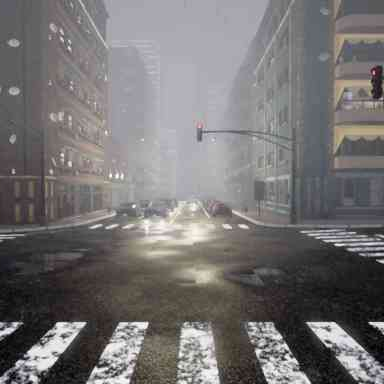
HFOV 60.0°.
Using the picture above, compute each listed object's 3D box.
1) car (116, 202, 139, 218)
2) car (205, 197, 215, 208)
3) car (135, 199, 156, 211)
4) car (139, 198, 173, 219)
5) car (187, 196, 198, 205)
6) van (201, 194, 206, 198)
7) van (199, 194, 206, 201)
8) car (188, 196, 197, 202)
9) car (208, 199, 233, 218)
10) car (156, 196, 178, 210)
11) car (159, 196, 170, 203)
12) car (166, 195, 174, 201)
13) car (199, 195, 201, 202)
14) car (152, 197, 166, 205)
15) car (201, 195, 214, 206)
[{"bbox_3d":[-5.680,1.568,30.270,1.947,1.339,4.313,0,0,0],"label":"car"},{"bbox_3d":[2.704,1.570,35.777,1.947,1.339,4.313,0,0,0],"label":"car"},{"bbox_3d":[-5.674,1.572,41.317,1.947,1.339,4.313,0,0,0],"label":"car"},{"bbox_3d":[-3.085,1.549,29.776,2.033,1.411,5.357,0,0,0],"label":"car"},{"bbox_3d":[0.032,1.542,59.711,1.812,1.442,4.674,0,0,0],"label":"car"},{"bbox_3d":[2.711,1.353,52.347,1.690,1.788,3.998,0,0,0],"label":"van"},{"bbox_3d":[2.728,1.377,85.489,1.690,1.788,3.998,-1,0,0],"label":"van"},{"bbox_3d":[0.038,1.451,69.746,1.895,1.301,4.718,0,0,0],"label":"car"},{"bbox_3d":[2.701,1.584,30.254,1.802,1.307,4.206,0,0,0],"label":"car"},{"bbox_3d":[-3.076,1.510,39.895,1.837,1.490,4.892,0,0,0],"label":"car"},{"bbox_3d":[-5.660,1.604,68.935,1.802,1.307,4.206,0,0,0],"label":"car"},{"bbox_3d":[-5.652,1.561,85.335,1.752,1.417,4.829,0,0,0],"label":"car"},{"bbox_3d":[2.715,1.581,57.871,1.947,1.339,4.313,0,0,0],"label":"car"},{"bbox_3d":[-5.666,1.560,57.888,1.887,1.381,4.507,0,0,0],"label":"car"},{"bbox_3d":[2.709,1.554,46.824,1.887,1.381,4.507,0,0,0],"label":"car"}]
